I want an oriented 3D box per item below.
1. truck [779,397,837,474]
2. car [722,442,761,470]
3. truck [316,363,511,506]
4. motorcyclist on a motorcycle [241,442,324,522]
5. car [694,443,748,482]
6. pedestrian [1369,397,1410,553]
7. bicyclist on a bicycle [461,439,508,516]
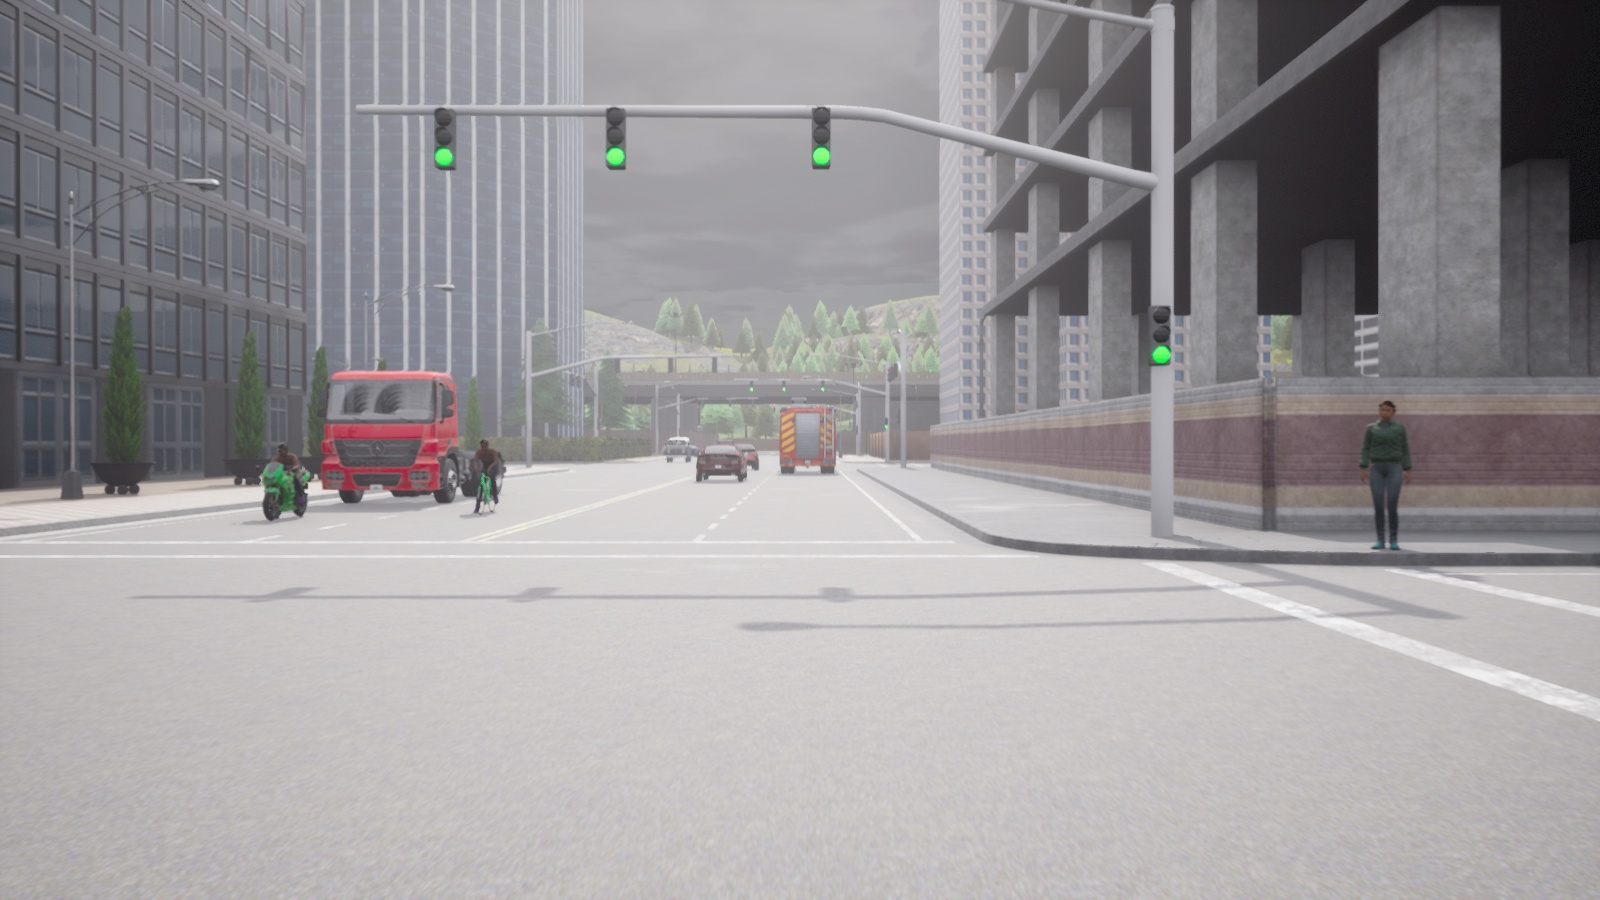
[{"bbox_3d":[0.403,-0.747,66.696,2.891,3.827,8.468,0,0,0],"label":"truck"},{"bbox_3d":[-3.425,0.327,73.002,2.007,1.525,4.514,0,0,-6],"label":"car"},{"bbox_3d":[-10.288,-0.402,34.435,2.891,3.462,7.936,0,0,0],"label":"truck"},{"bbox_3d":[-10.339,0.612,25.165,0.797,1.523,2.044,0,0,0],"label":"motorcyclist on a motorcycle"},{"bbox_3d":[-3.185,0.472,51.683,1.882,1.535,5.008,0,0,0],"label":"car"},{"bbox_3d":[7.155,0.295,15.235,0.353,1.847,0.614,0,0,34],"label":"pedestrian"},{"bbox_3d":[-6.827,0.575,27.248,0.582,1.620,1.656,0,1,0],"label":"bicyclist on a bicycle"}]
